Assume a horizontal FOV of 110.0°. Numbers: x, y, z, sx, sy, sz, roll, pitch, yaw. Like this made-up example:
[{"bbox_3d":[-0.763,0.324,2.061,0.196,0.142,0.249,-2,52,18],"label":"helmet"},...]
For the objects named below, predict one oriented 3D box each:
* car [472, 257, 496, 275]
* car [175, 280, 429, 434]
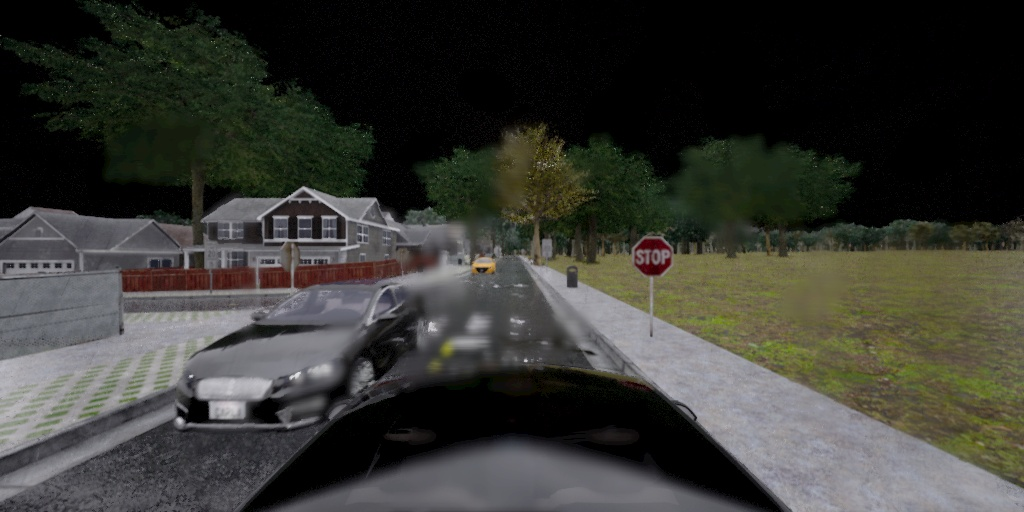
[{"bbox_3d":[-2.494,0.881,32.417,1.882,1.535,5.008,0,1,0],"label":"car"},{"bbox_3d":[-2.719,1.193,5.904,2.128,1.511,4.902,0,1,0],"label":"car"}]
